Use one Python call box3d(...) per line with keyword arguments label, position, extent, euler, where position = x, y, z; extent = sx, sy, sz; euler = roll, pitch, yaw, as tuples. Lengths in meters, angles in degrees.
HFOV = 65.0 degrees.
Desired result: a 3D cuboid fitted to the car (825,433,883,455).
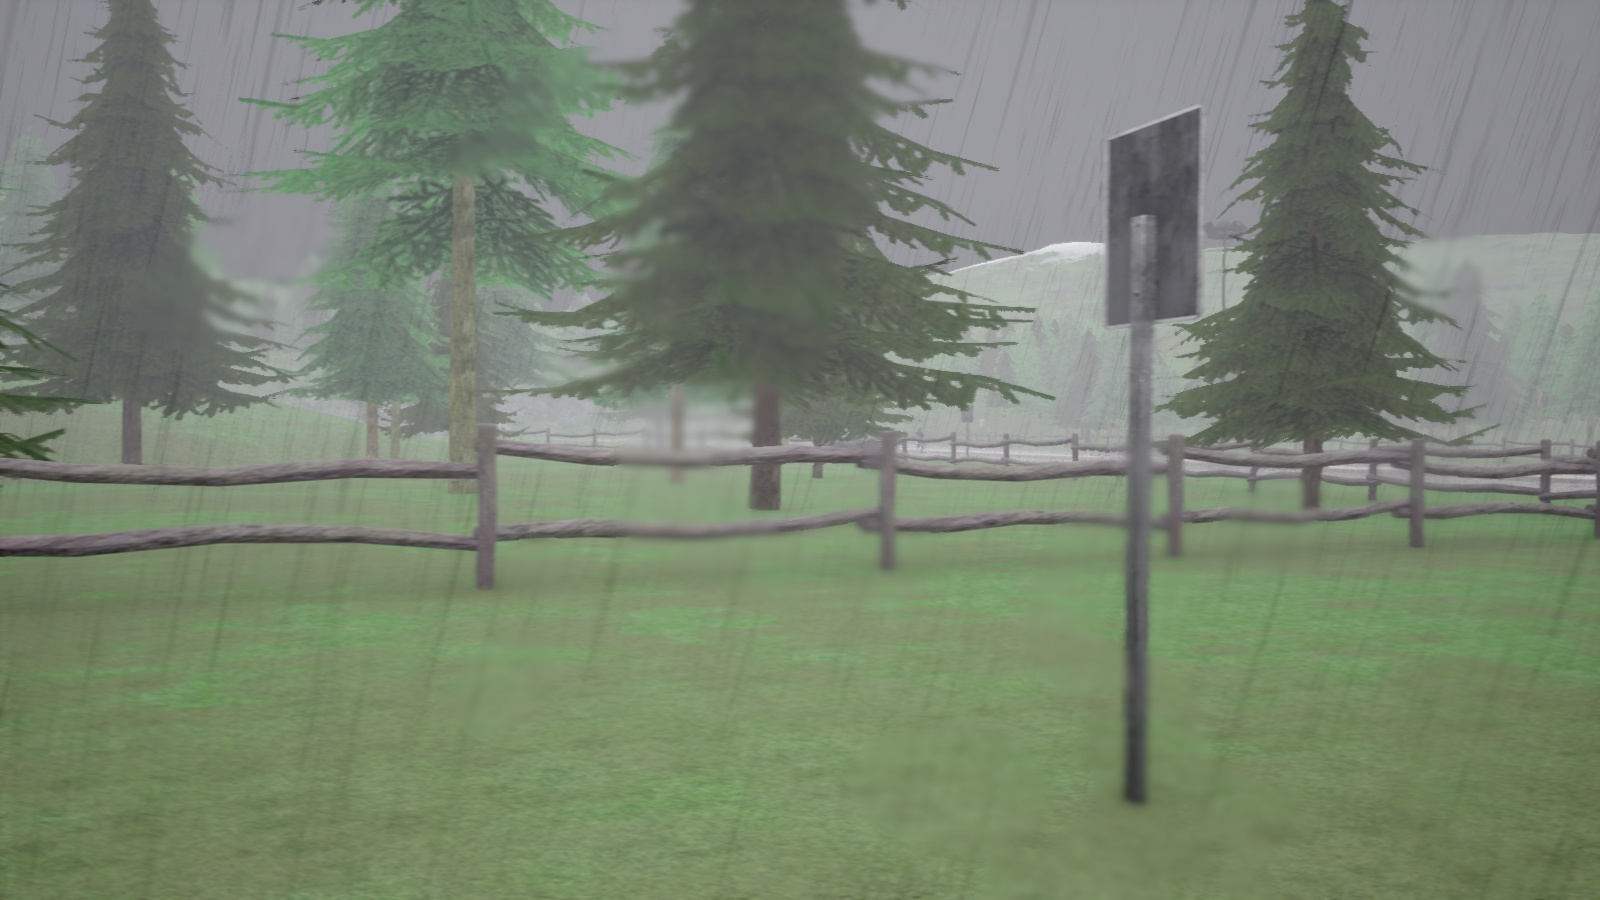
box3d(label="car", position=(3.268, -0.390, 77.006), extent=(1.895, 1.301, 4.718), euler=(-1, 1, -20))
